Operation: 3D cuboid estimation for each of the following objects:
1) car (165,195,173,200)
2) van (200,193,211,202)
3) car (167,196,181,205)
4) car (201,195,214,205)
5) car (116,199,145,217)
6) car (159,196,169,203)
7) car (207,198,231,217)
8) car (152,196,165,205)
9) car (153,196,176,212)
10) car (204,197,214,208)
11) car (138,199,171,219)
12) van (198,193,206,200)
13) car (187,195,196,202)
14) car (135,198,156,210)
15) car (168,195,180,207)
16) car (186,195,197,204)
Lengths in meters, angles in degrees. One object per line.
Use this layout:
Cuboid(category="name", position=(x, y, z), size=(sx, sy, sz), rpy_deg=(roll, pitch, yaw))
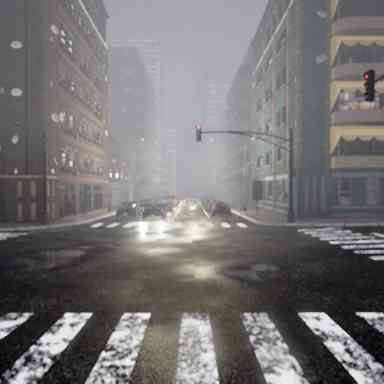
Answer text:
Cuboid(category="car", position=(-5.827, 1.402, 85.732), size=(1.752, 1.417, 4.829), rpy_deg=(0, 0, 0))
Cuboid(category="van", position=(2.603, 1.255, 52.761), size=(1.690, 1.788, 3.998), rpy_deg=(0, 0, 0))
Cuboid(category="car", position=(-3.088, 1.454, 58.265), size=(2.033, 1.411, 5.357), rpy_deg=(0, 0, 0))
Cuboid(category="car", position=(2.613, 1.466, 47.238), size=(1.887, 1.381, 4.507), rpy_deg=(0, 0, 0))
Cuboid(category="car", position=(-5.743, 1.511, 30.667), size=(1.947, 1.339, 4.313), rpy_deg=(0, 0, 0))
Cuboid(category="car", position=(-5.801, 1.476, 69.332), size=(1.802, 1.307, 4.206), rpy_deg=(0, 0, 0))
Cuboid(category="car", position=(2.638, 1.527, 30.668), size=(1.802, 1.307, 4.206), rpy_deg=(0, 0, 0))
Cuboid(category="car", position=(-5.785, 1.452, 58.285), size=(1.887, 1.381, 4.507), rpy_deg=(0, 0, 0))
Cuboid(category="car", position=(-3.152, 1.498, 37.679), size=(1.994, 1.385, 4.181), rpy_deg=(0, 0, -1))
Cuboid(category="car", position=(2.630, 1.502, 36.191), size=(1.947, 1.339, 4.313), rpy_deg=(0, 0, 0))
Cuboid(category="car", position=(-3.126, 1.549, 28.590), size=(1.895, 1.301, 4.718), rpy_deg=(0, 0, -1))
Cuboid(category="van", position=(2.552, 1.218, 85.902), size=(1.690, 1.788, 3.998), rpy_deg=(-1, 0, 0))
Cuboid(category="car", position=(-0.105, 1.320, 70.155), size=(1.895, 1.301, 4.718), rpy_deg=(0, 0, 0))
Cuboid(category="car", position=(-5.760, 1.494, 41.714), size=(1.947, 1.339, 4.313), rpy_deg=(0, 0, 0))
Cuboid(category="car", position=(-3.127, 1.273, 47.728), size=(2.097, 1.767, 4.553), rpy_deg=(0, 0, 0))
Cuboid(category="car", position=(-0.091, 1.430, 60.119), size=(1.812, 1.442, 4.674), rpy_deg=(0, 0, 0))
